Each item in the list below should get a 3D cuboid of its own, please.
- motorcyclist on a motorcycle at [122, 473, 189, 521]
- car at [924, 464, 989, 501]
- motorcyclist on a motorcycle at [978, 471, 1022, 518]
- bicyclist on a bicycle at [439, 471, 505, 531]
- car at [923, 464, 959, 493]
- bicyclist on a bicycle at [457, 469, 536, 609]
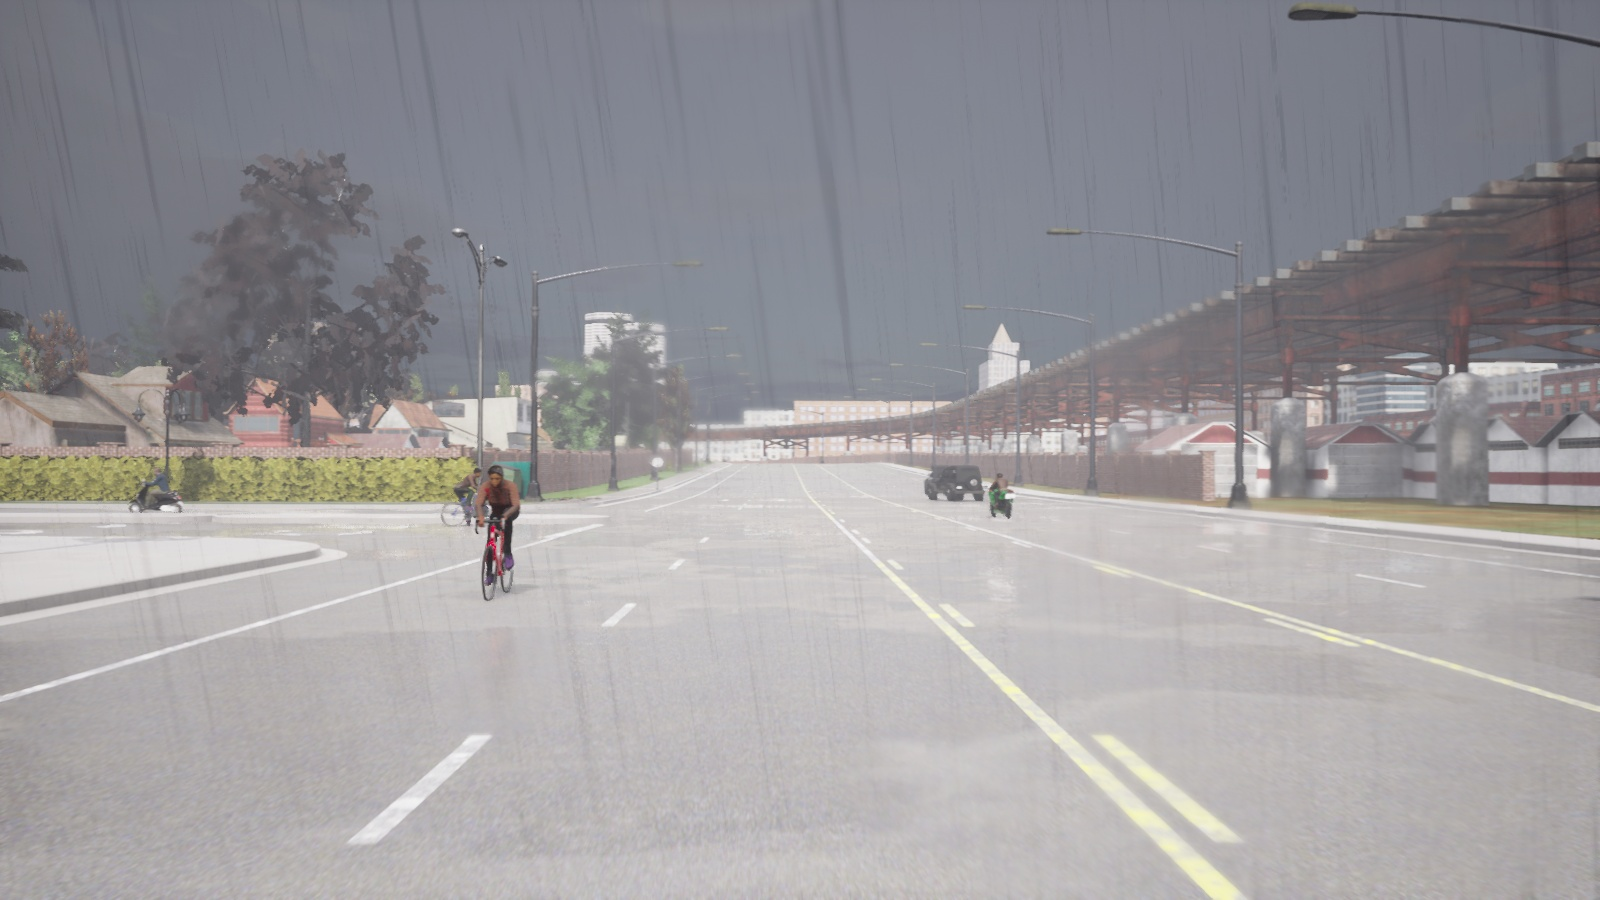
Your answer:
[{"bbox_3d":[-21.621,1.574,42.150,1.817,1.590,0.866,0,-1,-1],"label":"motorcyclist on a motorcycle"},{"bbox_3d":[8.242,1.685,66.525,1.905,1.878,3.866,0,-1,-19],"label":"car"},{"bbox_3d":[6.669,1.468,41.948,0.797,1.523,2.044,1,-1,-10],"label":"motorcyclist on a motorcycle"},{"bbox_3d":[-8.959,1.384,34.362,1.656,1.620,0.582,0,-1,-1],"label":"bicyclist on a bicycle"},{"bbox_3d":[9.319,1.859,83.235,1.905,1.878,3.866,0,0,-1],"label":"car"},{"bbox_3d":[-3.709,1.043,15.452,0.582,1.620,1.656,0,-1,-1],"label":"bicyclist on a bicycle"}]
